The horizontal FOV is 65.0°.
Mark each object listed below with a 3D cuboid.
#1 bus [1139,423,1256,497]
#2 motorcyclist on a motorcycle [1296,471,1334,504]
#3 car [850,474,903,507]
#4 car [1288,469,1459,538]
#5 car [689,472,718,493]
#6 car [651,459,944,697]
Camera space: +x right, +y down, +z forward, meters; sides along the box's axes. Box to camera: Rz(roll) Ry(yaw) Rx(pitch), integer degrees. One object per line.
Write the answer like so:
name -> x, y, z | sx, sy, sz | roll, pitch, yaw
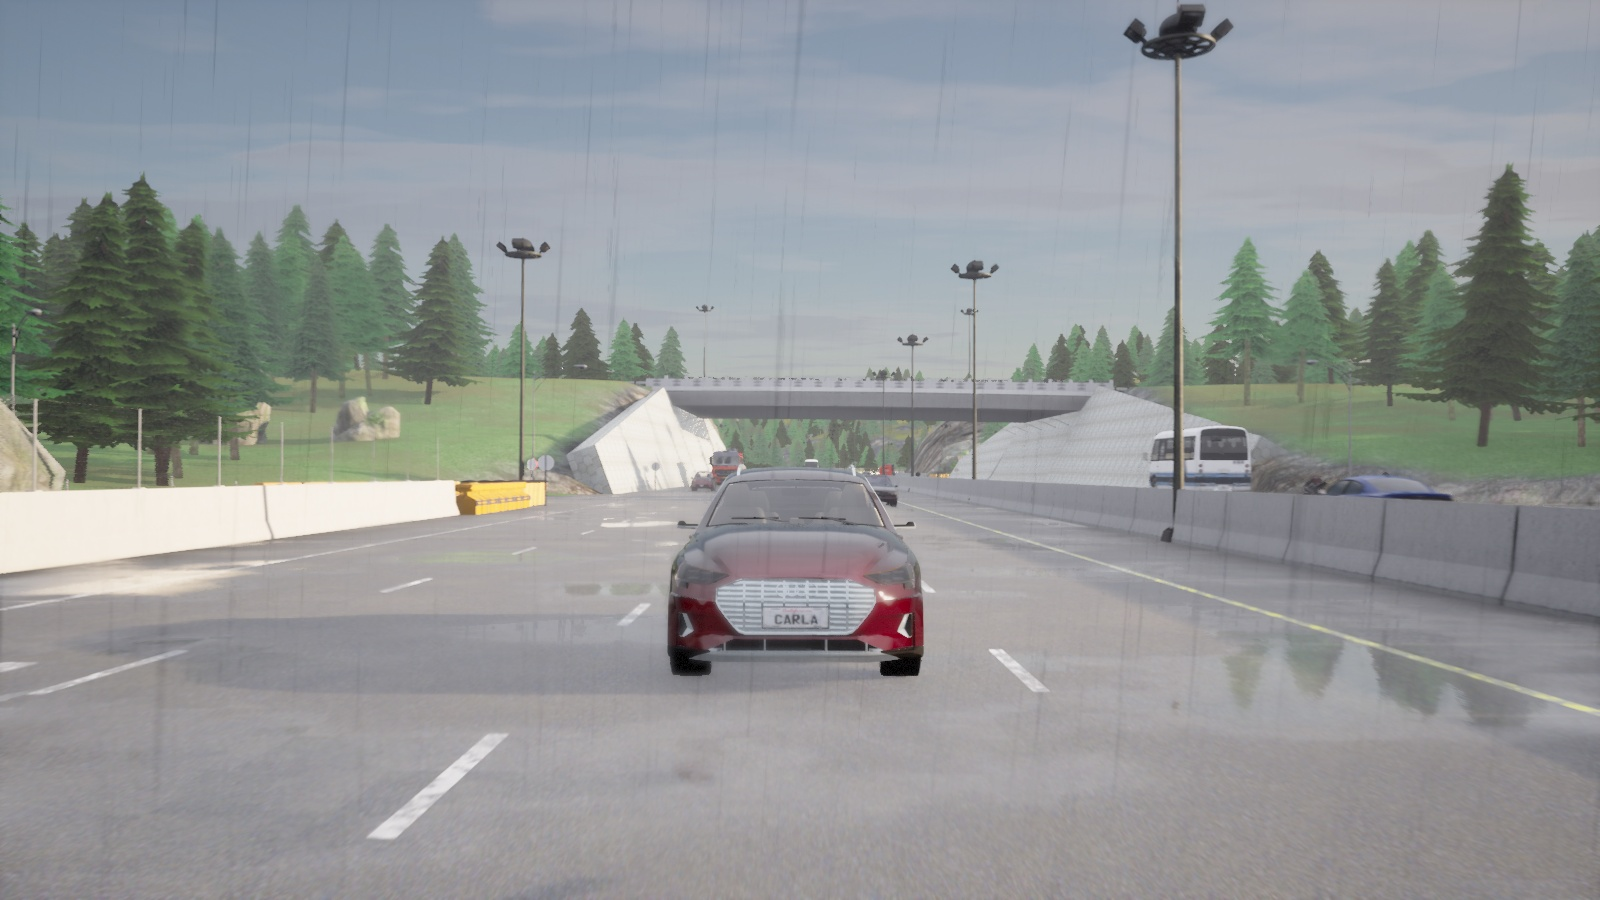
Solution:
bus -> 24.306, 0.640, 77.609 | 3.944, 4.253, 10.273 | 0, -1, 0
motorcyclist on a motorcycle -> 24.356, 1.747, 59.440 | 0.866, 1.530, 2.191 | 0, -1, 0
car -> 3.363, 1.792, 56.386 | 2.033, 1.411, 5.357 | 0, -1, 0
car -> 13.925, 1.253, 30.875 | 1.882, 1.535, 5.008 | 0, -1, 0
car -> -7.228, 2.435, 94.274 | 1.845, 1.501, 3.633 | 0, -1, 0
car -> -0.028, 0.932, 11.167 | 2.033, 1.649, 4.856 | 0, -1, 0
